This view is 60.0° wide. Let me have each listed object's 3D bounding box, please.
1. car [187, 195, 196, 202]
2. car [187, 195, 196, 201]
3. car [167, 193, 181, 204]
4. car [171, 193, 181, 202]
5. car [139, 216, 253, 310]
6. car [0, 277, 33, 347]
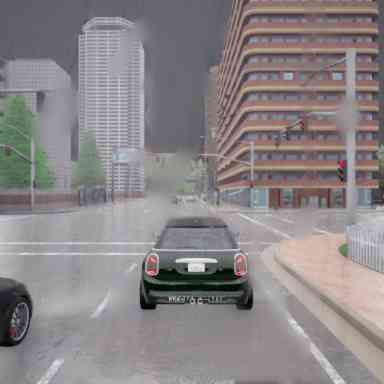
[{"bbox_3d":[-0.168,1.518,76.386,1.812,1.442,4.674,0,0,0],"label":"car"},{"bbox_3d":[-0.188,1.506,85.386,2.128,1.511,4.902,0,0,0],"label":"car"},{"bbox_3d":[-3.535,1.489,61.543,2.128,1.511,4.902,0,0,0],"label":"car"},{"bbox_3d":[-3.668,1.219,76.127,2.150,2.045,5.566,0,0,0],"label":"car"},{"bbox_3d":[0.096,1.352,7.978,2.097,1.767,4.553,0,0,1],"label":"car"},{"bbox_3d":[-3.433,1.526,3.358,1.812,1.442,4.674,0,0,0],"label":"car"}]
